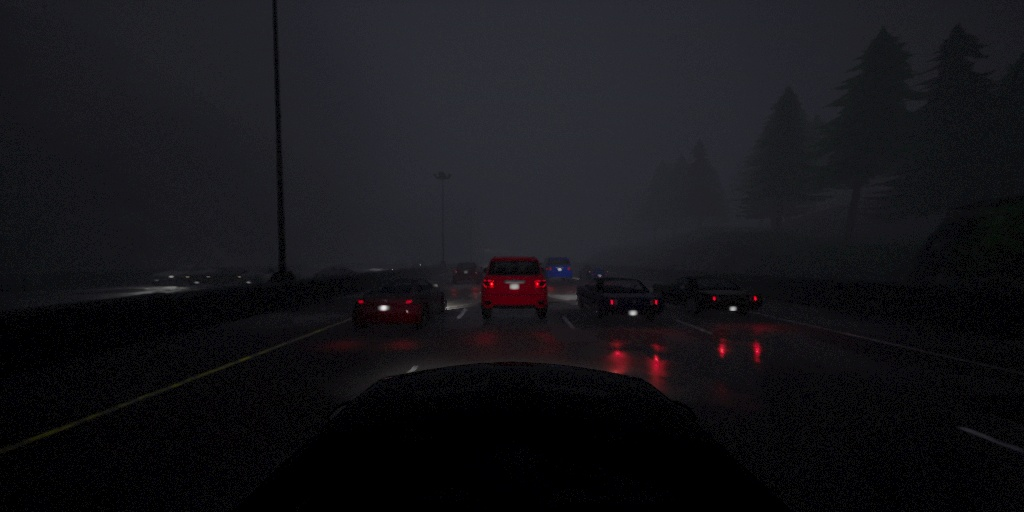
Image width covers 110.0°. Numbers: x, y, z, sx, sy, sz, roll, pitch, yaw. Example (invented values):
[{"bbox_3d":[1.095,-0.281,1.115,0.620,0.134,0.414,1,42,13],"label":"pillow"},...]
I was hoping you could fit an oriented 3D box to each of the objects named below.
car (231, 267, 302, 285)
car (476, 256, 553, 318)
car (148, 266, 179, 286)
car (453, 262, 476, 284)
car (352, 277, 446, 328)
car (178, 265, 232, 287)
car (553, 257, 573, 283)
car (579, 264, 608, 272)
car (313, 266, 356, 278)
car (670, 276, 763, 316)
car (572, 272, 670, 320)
[{"bbox_3d":[-17.641,1.487,26.298,1.895,1.301,4.718,0,0,0],"label":"car"},{"bbox_3d":[0.076,1.031,13.443,2.150,2.045,5.566,0,0,0],"label":"car"},{"bbox_3d":[-24.640,1.420,27.193,1.812,1.442,4.674,0,0,0],"label":"car"},{"bbox_3d":[-3.451,1.245,28.971,2.097,1.767,4.553,0,0,0],"label":"car"},{"bbox_3d":[-3.423,1.367,11.573,1.994,1.385,4.181,0,0,0],"label":"car"},{"bbox_3d":[-21.140,1.489,26.256,1.895,1.301,4.718,0,0,0],"label":"car"},{"bbox_3d":[3.551,1.112,29.320,2.150,2.045,5.566,0,0,0],"label":"car"},{"bbox_3d":[7.047,1.424,31.166,1.812,1.442,4.674,0,0,0],"label":"car"},{"bbox_3d":[-14.142,1.461,28.740,1.994,1.385,4.181,0,0,0],"label":"car"},{"bbox_3d":[7.077,1.409,13.695,1.895,1.301,4.718,0,0,0],"label":"car"},{"bbox_3d":[3.578,1.406,12.808,1.895,1.301,4.718,0,0,0],"label":"car"}]
